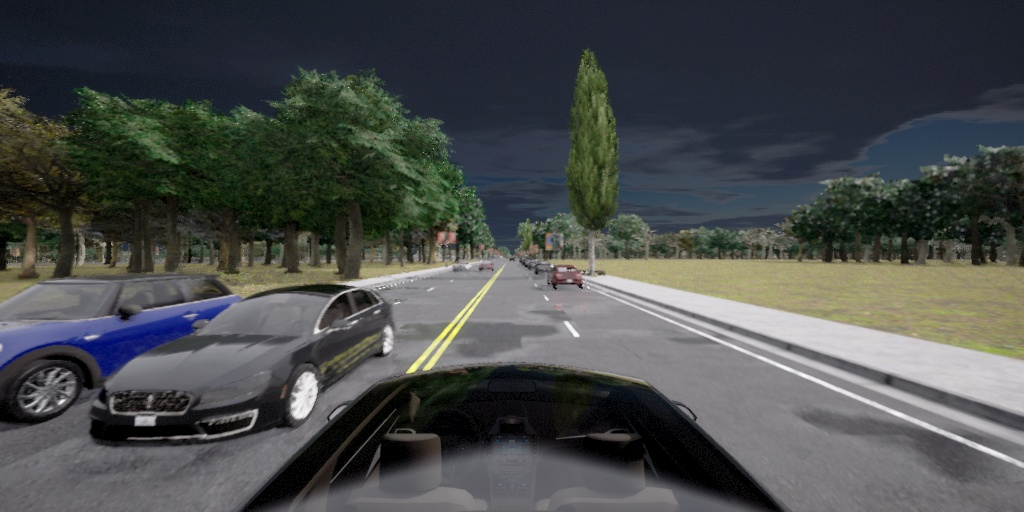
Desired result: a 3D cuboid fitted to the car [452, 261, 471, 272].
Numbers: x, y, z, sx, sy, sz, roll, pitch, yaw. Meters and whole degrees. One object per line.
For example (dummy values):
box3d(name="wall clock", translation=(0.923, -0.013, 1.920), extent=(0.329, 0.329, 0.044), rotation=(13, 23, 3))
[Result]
box3d(name="car", translation=(-6.568, 1.357, 46.850), extent=(1.895, 1.301, 4.718), rotation=(0, 0, 0))

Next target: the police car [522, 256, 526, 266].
box3d(name="police car", translation=(3.270, 1.263, 62.408), extent=(2.038, 1.542, 4.974), rotation=(0, 0, 0))

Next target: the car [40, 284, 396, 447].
box3d(name="car", translation=(-3.348, 1.255, 5.702), extent=(1.837, 1.490, 4.892), rotation=(0, 0, 0))

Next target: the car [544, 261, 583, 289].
box3d(name="car", translation=(3.357, 1.277, 23.158), extent=(1.812, 1.442, 4.674), rotation=(0, 0, 0))

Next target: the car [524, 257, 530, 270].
box3d(name="car", translation=(3.266, 1.248, 51.407), extent=(2.128, 1.511, 4.902), rotation=(0, 0, 0))

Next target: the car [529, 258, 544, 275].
box3d(name="car", translation=(3.362, 1.245, 39.039), extent=(2.128, 1.511, 4.902), rotation=(0, 0, 0))

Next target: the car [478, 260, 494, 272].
box3d(name="car", translation=(-3.316, 1.282, 47.033), extent=(1.812, 1.442, 4.674), rotation=(0, 0, 0))

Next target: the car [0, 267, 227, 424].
box3d(name="car", translation=(-6.598, 1.102, 5.717), extent=(2.097, 1.767, 4.553), rotation=(0, 0, 0))
